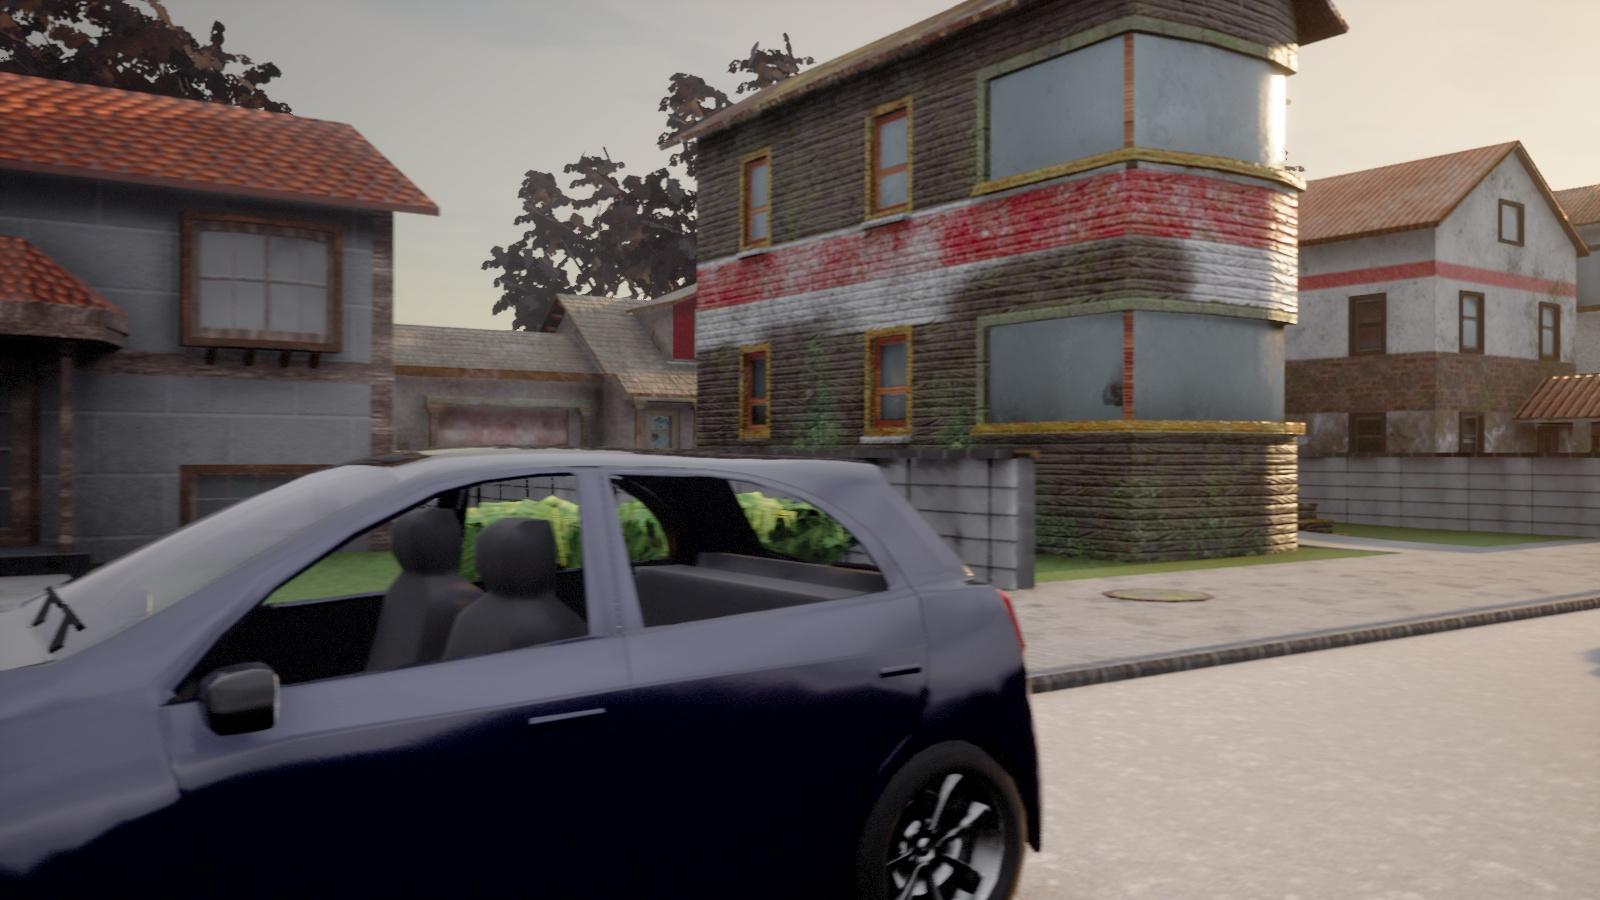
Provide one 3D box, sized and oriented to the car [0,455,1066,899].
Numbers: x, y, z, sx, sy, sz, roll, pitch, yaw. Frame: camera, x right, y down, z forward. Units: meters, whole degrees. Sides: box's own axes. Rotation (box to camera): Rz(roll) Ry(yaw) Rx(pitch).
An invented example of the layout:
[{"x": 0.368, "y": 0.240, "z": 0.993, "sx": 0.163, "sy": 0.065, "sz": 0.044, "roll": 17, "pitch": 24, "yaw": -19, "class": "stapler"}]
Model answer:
[{"x": -1.239, "y": 0.770, "z": 3.406, "sx": 3.633, "sy": 1.501, "sz": 1.845, "roll": 0, "pitch": 0, "yaw": -35, "class": "car"}]
